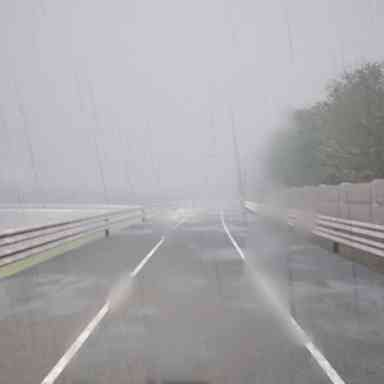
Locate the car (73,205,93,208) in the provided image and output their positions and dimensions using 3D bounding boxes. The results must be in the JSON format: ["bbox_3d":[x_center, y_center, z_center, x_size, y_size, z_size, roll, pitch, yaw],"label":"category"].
[{"bbox_3d":[-26.947,3.685,82.061,4.892,1.490,1.837,2,-5,-24],"label":"car"}]

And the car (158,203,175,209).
[{"bbox_3d":[-6.989,4.252,93.373,5.566,2.045,2.150,3,-6,-38],"label":"car"}]
